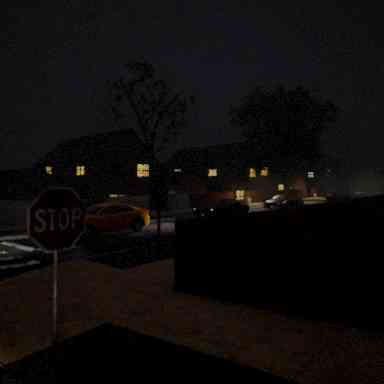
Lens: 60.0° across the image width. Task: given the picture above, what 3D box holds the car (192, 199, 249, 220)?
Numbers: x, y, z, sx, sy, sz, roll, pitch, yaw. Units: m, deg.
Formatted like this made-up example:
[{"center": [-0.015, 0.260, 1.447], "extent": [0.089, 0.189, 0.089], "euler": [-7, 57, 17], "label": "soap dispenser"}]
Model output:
[{"center": [2.152, 1.195, 24.096], "extent": [1.895, 1.301, 4.718], "euler": [1, 2, 41], "label": "car"}]

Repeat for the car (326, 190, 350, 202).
[{"center": [19.224, 0.536, 43.795], "extent": [1.882, 1.535, 5.008], "euler": [1, 2, 41], "label": "car"}]

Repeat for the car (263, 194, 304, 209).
[{"center": [8.898, 0.904, 31.931], "extent": [2.033, 1.411, 5.357], "euler": [1, 2, 41], "label": "car"}]

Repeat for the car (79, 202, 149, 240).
[{"center": [-4.376, 1.300, 16.500], "extent": [1.882, 1.535, 5.008], "euler": [1, 2, 41], "label": "car"}]
